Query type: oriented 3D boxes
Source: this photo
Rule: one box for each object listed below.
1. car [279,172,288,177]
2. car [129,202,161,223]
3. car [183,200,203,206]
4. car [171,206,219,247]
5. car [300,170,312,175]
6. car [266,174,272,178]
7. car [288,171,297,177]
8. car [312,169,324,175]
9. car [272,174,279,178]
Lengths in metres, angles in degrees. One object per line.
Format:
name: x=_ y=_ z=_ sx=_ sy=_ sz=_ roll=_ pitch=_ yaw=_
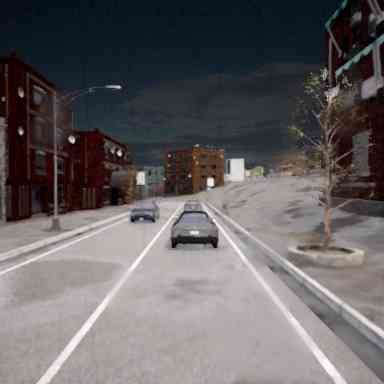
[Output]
car: x=22.446 y=-3.851 z=76.578 sx=2.097 sy=1.535 sz=5.008 roll=0 pitch=1 yaw=-4
car: x=-3.507 y=1.514 z=25.802 sx=2.033 sy=1.411 sz=5.357 roll=0 pitch=0 yaw=0
car: x=0.099 y=1.505 z=32.710 sx=2.033 sy=1.411 sz=5.357 roll=0 pitch=0 yaw=0
car: x=0.101 y=1.544 z=14.887 sx=1.994 sy=1.385 sz=4.181 roll=0 pitch=0 yaw=0
car: x=23.535 y=-3.604 z=65.382 sx=2.163 sy=1.488 sz=4.792 roll=0 pitch=1 yaw=-6
car: x=21.861 y=-4.060 z=87.657 sx=2.231 sy=1.521 sz=4.892 roll=0 pitch=1 yaw=-1
car: x=22.915 y=-3.870 z=71.072 sx=2.185 sy=1.767 sz=4.553 roll=0 pitch=1 yaw=-5
car: x=24.237 y=-3.487 z=59.908 sx=2.002 sy=1.452 sz=4.674 roll=0 pitch=1 yaw=-7
car: x=22.094 y=-3.918 z=82.115 sx=2.002 sy=1.452 sz=4.674 roll=0 pitch=1 yaw=-2
